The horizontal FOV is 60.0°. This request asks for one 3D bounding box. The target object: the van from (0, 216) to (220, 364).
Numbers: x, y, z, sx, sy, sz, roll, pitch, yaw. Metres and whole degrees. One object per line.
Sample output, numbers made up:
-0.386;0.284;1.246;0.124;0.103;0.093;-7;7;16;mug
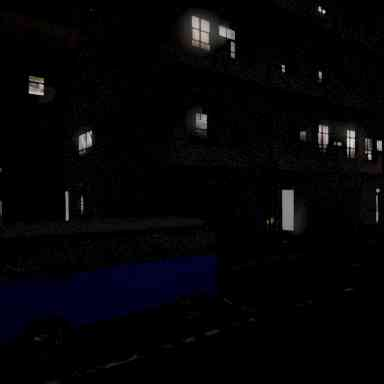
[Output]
-1.411;1.341;5.559;3.998;1.788;1.690;0;0;-35;van
